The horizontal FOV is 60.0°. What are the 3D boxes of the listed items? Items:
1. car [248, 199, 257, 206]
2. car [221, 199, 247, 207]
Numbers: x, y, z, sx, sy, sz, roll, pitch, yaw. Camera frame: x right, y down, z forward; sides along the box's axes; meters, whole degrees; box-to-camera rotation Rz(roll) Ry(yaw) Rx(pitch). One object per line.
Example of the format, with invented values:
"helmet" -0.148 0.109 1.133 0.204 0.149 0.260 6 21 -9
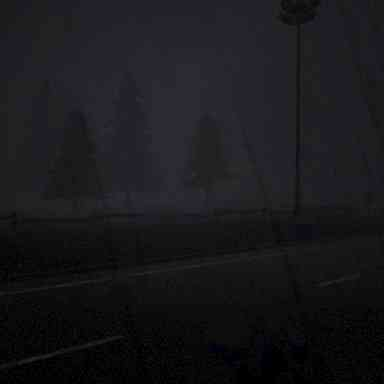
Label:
"car" 10.198 1.998 63.976 1.882 1.535 5.008 1 0 -35
"car" 7.334 2.008 61.963 1.837 1.490 4.892 1 0 -35
